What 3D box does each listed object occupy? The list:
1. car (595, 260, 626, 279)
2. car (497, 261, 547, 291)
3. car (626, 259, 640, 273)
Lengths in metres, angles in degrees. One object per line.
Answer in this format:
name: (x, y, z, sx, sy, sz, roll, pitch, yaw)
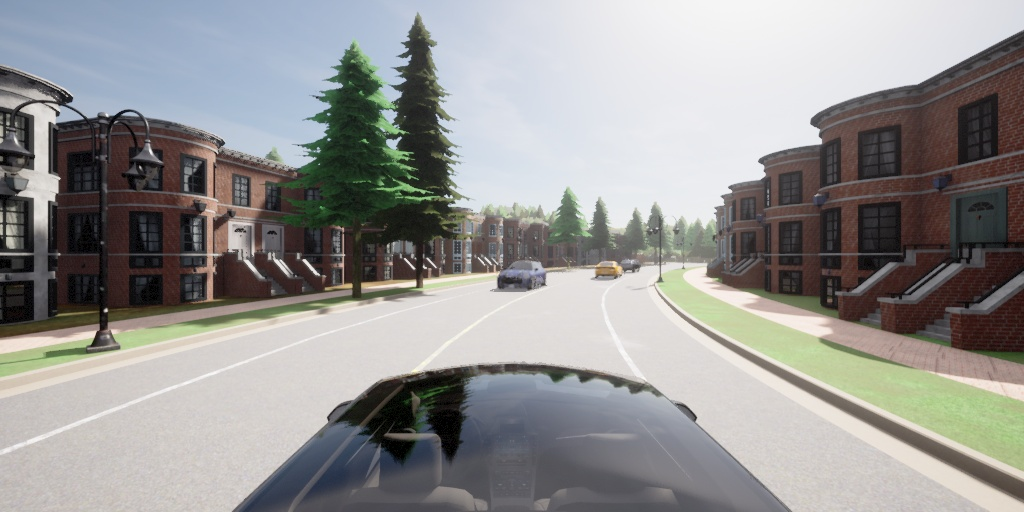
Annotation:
car: (8.968, 1.226, 33.021, 1.882, 1.535, 5.008, 0, 0, 24)
car: (0.701, 1.101, 22.147, 2.097, 1.767, 4.553, 0, 0, 20)
car: (14.293, 1.239, 43.671, 2.128, 1.511, 4.902, 0, 0, 29)
